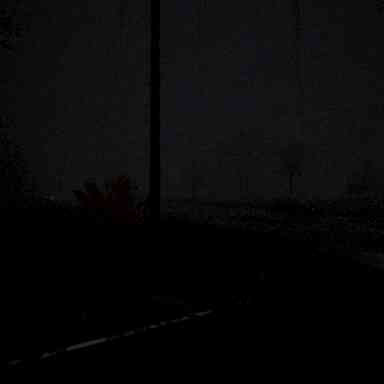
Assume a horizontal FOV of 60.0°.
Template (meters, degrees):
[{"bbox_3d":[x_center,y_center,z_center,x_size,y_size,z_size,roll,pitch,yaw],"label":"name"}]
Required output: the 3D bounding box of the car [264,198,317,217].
[{"bbox_3d":[8.584,1.272,29.479,1.882,1.535,5.008,-1,1,-35],"label":"car"}]
